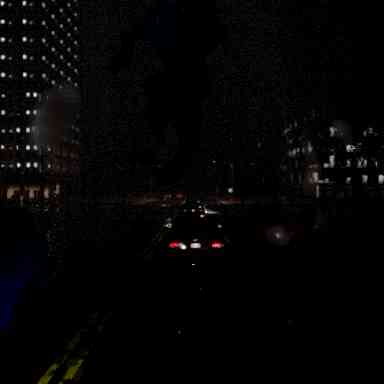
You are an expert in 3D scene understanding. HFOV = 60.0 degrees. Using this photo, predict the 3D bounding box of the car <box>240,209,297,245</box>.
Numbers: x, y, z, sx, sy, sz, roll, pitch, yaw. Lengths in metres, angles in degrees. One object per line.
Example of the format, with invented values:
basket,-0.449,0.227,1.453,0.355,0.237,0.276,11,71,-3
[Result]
car,3.351,1.485,15.076,1.812,1.442,4.674,0,0,0

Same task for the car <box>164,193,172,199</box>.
car,-6.615,1.107,92.139,1.882,1.535,5.008,0,0,-1

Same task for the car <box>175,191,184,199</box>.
car,-3.367,0.853,92.237,2.150,2.045,5.566,0,0,-1

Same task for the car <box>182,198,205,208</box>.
car,0.102,1.465,28.035,2.033,1.411,5.357,0,0,0

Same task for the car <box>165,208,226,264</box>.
car,0.101,1.517,11.665,2.033,1.411,5.357,0,0,0

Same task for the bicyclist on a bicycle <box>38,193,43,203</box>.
bicyclist on a bicycle,-24.701,0.959,54.220,0.582,1.620,1.656,0,1,1

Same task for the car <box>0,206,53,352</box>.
car,-3.352,1.215,3.220,2.150,2.045,5.566,0,0,0
